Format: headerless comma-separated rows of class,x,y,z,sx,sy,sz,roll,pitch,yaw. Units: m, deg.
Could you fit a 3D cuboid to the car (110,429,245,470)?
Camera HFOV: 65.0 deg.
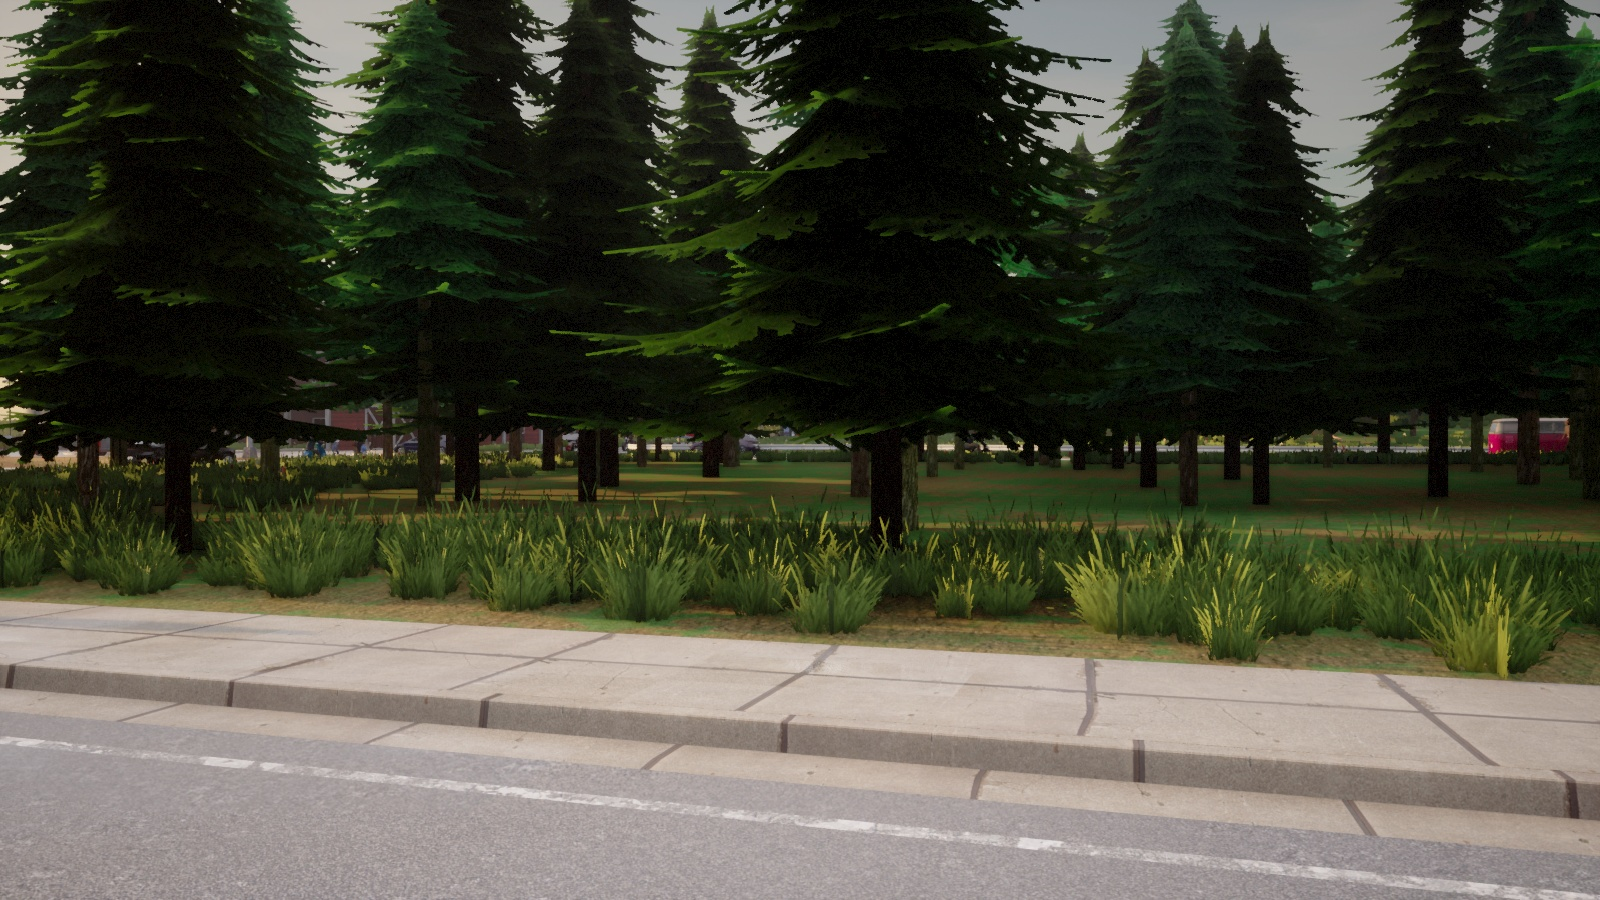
car,-24.790,-0.066,50.212,1.882,1.535,5.008,1,1,17

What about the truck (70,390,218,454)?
truck,-40.800,-1.746,78.091,8.468,3.827,2.891,0,1,16

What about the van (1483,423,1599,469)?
van,33.020,-0.189,55.749,4.442,1.987,1.775,1,1,19

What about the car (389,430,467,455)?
car,-22.632,-0.462,76.425,4.193,1.474,1.816,1,1,16

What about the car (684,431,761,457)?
car,-4.617,-0.375,74.787,4.193,1.474,1.816,0,1,17

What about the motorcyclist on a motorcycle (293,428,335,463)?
motorcyclist on a motorcycle,-22.386,-0.204,57.883,0.866,1.590,1.817,1,1,17

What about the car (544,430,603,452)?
car,-16.113,-0.642,89.604,2.163,1.488,4.792,1,1,17
